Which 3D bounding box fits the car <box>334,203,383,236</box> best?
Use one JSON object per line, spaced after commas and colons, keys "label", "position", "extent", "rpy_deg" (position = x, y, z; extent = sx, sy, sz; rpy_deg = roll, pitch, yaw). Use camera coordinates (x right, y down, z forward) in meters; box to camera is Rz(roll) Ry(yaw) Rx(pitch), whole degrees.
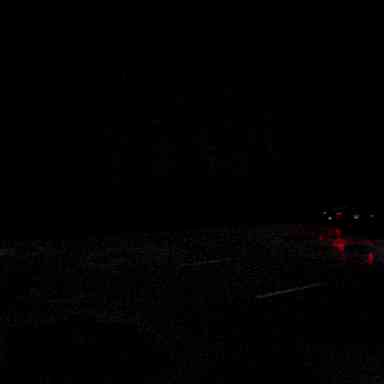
{"label": "car", "position": [10.455, 1.375, 18.602], "extent": [4.553, 1.767, 2.097], "rpy_deg": [0, 0, -31]}

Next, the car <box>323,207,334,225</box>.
{"label": "car", "position": [11.029, 1.550, 23.046], "extent": [4.674, 1.442, 1.812], "rpy_deg": [0, 0, -31]}
